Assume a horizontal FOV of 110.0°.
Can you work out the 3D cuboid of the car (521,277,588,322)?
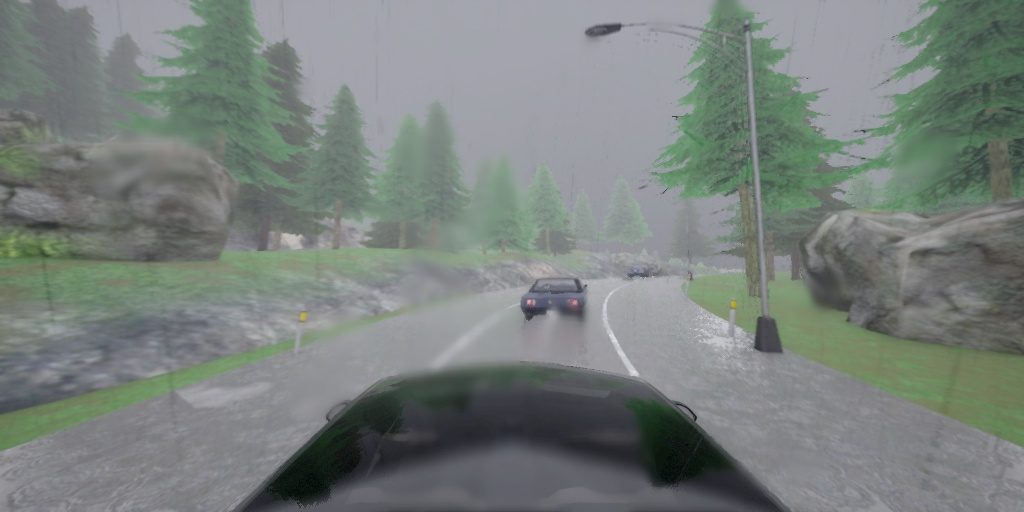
[{"bbox_3d":[1.664,1.366,12.436,1.895,1.301,4.718,-1,0,13],"label":"car"}]

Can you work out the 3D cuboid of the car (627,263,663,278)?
[{"bbox_3d":[13.084,1.446,35.275,2.033,1.411,5.357,-5,-4,40],"label":"car"}]
